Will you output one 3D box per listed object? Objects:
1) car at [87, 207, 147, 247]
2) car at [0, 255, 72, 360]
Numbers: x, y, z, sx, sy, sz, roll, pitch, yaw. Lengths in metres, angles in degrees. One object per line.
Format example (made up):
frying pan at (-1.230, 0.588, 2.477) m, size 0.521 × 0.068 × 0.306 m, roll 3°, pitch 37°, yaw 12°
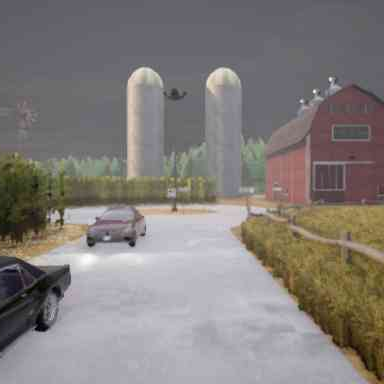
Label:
car at (-3.104, 1.401, 14.515) m, size 1.812 × 1.442 × 4.674 m, roll 0°, pitch 1°, yaw 0°
car at (-3.177, 1.573, 3.999) m, size 1.895 × 1.301 × 4.718 m, roll 0°, pitch 0°, yaw 0°
